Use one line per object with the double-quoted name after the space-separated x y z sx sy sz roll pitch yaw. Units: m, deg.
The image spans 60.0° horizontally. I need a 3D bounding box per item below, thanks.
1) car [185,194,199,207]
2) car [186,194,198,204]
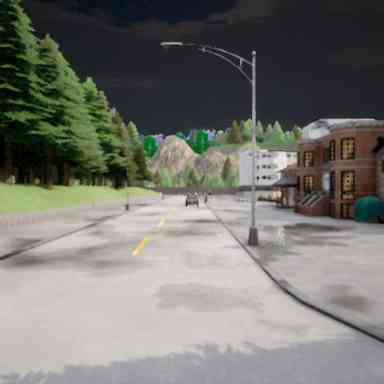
0.005 1.160 45.379 2.128 1.511 4.902 0 0 0 "car"
0.006 1.097 55.799 1.837 1.490 4.892 0 0 0 "car"
